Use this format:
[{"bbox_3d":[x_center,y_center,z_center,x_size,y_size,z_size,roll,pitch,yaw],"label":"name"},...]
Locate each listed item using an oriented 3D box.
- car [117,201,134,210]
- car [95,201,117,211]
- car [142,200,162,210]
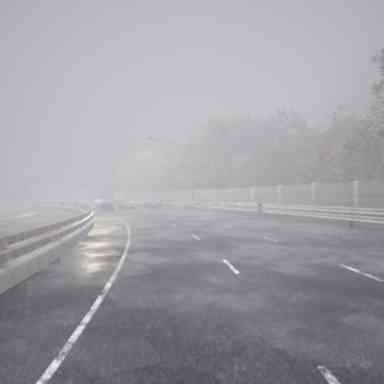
[{"bbox_3d":[-10.863,2.177,53.812,1.994,1.385,4.181,0,-1,-29],"label":"car"},{"bbox_3d":[-13.638,2.117,51.642,1.837,1.490,4.892,1,-1,-29],"label":"car"},{"bbox_3d":[-6.370,2.063,52.900,2.128,1.511,4.902,0,-1,-28],"label":"car"}]
